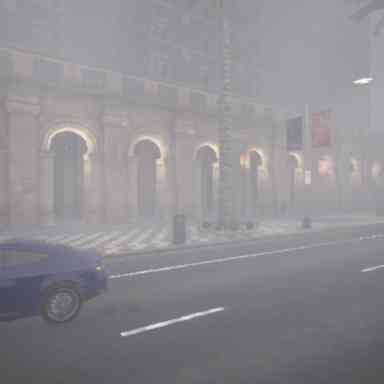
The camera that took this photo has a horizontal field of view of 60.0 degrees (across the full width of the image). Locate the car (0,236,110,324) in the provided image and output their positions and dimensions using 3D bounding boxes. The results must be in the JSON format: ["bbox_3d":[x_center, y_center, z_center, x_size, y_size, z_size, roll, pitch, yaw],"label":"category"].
[{"bbox_3d":[-3.755,1.526,5.612,4.674,1.442,1.812,0,0,-35],"label":"car"}]
